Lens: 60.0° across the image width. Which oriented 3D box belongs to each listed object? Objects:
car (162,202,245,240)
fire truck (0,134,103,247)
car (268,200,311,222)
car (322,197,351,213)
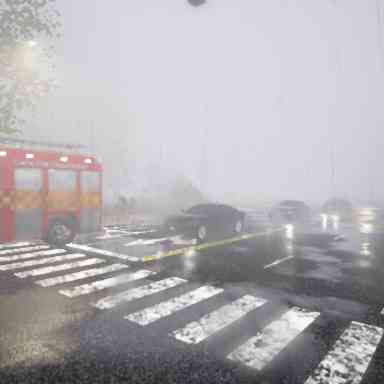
[{"bbox_3d":[0.713,1.259,15.875,1.882,1.535,5.008,2,1,38],"label":"car"},{"bbox_3d":[-7.195,0.018,10.857,2.891,3.827,8.468,2,1,39],"label":"fire truck"},{"bbox_3d":[7.201,1.322,24.258,1.812,1.442,4.674,2,1,38],"label":"car"},{"bbox_3d":[14.931,1.302,34.213,2.128,1.511,4.902,2,2,38],"label":"car"}]
